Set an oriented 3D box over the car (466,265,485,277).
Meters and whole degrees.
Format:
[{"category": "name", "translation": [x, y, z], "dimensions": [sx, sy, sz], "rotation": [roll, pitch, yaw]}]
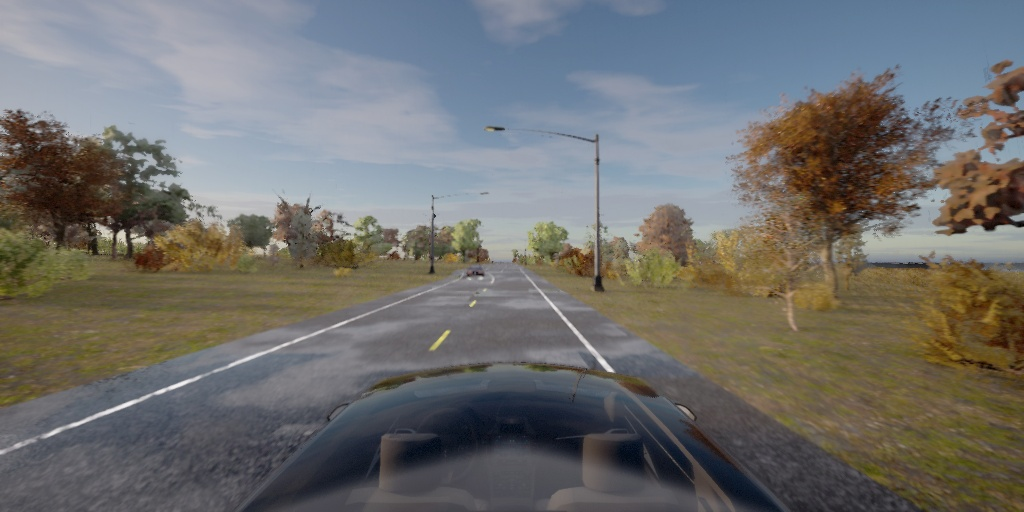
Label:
[{"category": "car", "translation": [-4.128, 1.695, 40.874], "dimensions": [1.994, 1.385, 4.181], "rotation": [0, -1, -5]}]
